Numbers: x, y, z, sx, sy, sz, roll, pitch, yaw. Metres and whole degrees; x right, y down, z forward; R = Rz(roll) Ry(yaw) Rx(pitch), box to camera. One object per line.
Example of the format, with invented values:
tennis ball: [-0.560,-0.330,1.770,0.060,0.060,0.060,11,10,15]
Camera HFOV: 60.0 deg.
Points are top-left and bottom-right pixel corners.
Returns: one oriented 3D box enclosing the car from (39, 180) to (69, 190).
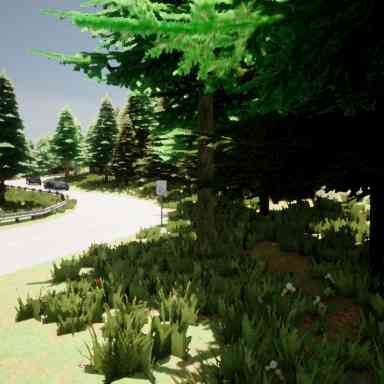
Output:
car: [-18.826,-0.986,46.137,4.181,1.385,1.994,6,4,40]

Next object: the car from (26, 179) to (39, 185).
car: [-25.451,-1.912,53.406,1.837,1.490,4.892,0,5,-34]
